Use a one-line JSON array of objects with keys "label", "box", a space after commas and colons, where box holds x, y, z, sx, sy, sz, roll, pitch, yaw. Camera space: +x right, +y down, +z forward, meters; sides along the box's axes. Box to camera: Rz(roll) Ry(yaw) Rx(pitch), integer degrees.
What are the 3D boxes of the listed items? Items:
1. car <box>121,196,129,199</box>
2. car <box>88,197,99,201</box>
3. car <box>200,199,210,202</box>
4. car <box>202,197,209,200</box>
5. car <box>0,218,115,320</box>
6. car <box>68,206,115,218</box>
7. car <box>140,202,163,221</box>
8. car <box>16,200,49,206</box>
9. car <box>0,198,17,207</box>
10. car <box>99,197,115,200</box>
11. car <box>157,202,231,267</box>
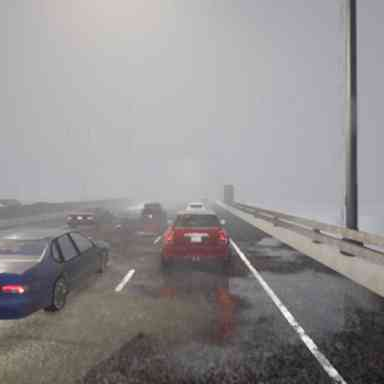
[{"label": "car", "box": [-15.683, 1.770, 77.973, 1.812, 1.442, 4.674, 0, 0, 3]}, {"label": "car", "box": [-22.675, 1.790, 78.298, 2.033, 1.411, 5.357, 0, 0, 3]}, {"label": "car", "box": [0.373, 1.643, 29.000, 1.812, 1.442, 4.674, 0, 0, 1]}, {"label": "car", "box": [2.421, 1.735, 62.653, 1.801, 1.575, 5.366, 0, 0, 2]}, {"label": "car", "box": [-3.387, 1.576, 7.690, 2.033, 1.411, 5.357, 0, 0, 0]}, {"label": "car", "box": [-6.742, 1.638, 22.622, 2.033, 1.411, 5.357, 0, 0, 1]}, {"label": "car", "box": [-3.146, 1.619, 28.018, 1.837, 1.490, 4.892, 0, 0, 1]}, {"label": "car", "box": [-17.158, 1.681, 37.131, 1.812, 1.442, 4.674, 0, 0, 2]}, {"label": "car", "box": [-20.667, 1.503, 36.473, 2.097, 1.767, 4.553, 0, 0, 1]}, {"label": "car", "box": [-19.241, 1.813, 76.771, 1.882, 1.535, 5.008, 0, 0, 2]}, {"label": "car", "box": [0.150, 1.397, 11.776, 2.097, 1.767, 4.553, 0, 0, 1]}]
